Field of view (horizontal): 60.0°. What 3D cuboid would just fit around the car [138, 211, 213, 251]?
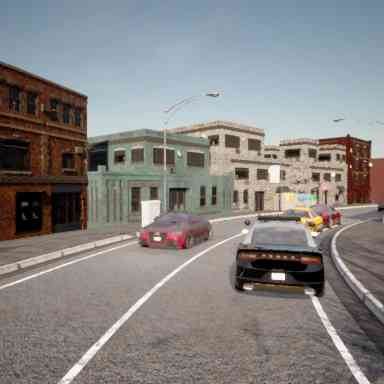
[{"bbox_3d":[-0.566,1.540,14.186,1.994,1.385,4.181,0,0,21],"label":"car"}]

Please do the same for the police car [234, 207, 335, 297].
[{"bbox_3d":[2.323,1.428,8.912,1.930,1.638,5.238,0,0,15],"label":"police car"}]

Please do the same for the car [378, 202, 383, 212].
[{"bbox_3d":[24.047,1.683,40.147,4.181,1.385,1.994,0,1,-44],"label":"car"}]

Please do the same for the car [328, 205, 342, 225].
[{"bbox_3d":[8.689,1.557,22.248,1.812,1.442,4.674,1,0,36],"label":"car"}]

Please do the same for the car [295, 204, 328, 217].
[{"bbox_3d":[5.796,1.471,17.656,1.801,1.575,5.366,1,0,28],"label":"car"}]
